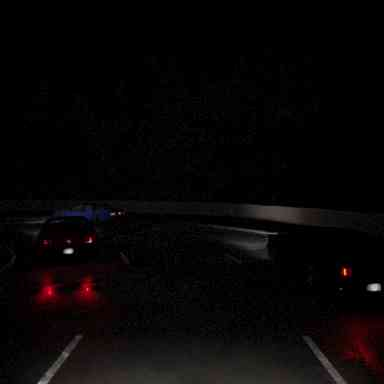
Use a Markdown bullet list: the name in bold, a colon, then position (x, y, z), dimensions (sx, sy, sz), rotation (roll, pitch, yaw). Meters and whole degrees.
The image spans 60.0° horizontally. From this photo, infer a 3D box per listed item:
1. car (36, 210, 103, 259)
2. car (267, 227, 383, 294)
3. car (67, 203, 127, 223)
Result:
- **car**: position (-4.737, 1.572, 12.558), dimensions (1.895, 1.301, 4.718), rotation (0, 0, -22)
- **car**: position (3.468, 1.583, 8.769), dimensions (1.895, 1.301, 4.718), rotation (0, 0, -3)
- **car**: position (-7.300, 1.495, 23.443), dimensions (5.357, 1.411, 2.033), rotation (0, 0, 19)
